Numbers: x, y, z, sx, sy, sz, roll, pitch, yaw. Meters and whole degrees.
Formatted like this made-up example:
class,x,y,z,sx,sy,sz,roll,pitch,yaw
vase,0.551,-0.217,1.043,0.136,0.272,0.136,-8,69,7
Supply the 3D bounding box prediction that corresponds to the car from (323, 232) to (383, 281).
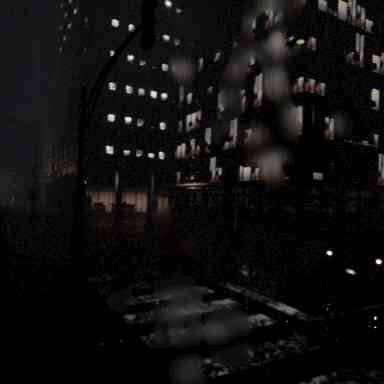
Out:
class,x,y,z,sx,sy,sz,roll,pitch,yaw
car,6.240,1.947,10.283,4.718,1.301,1.895,2,-1,-32
